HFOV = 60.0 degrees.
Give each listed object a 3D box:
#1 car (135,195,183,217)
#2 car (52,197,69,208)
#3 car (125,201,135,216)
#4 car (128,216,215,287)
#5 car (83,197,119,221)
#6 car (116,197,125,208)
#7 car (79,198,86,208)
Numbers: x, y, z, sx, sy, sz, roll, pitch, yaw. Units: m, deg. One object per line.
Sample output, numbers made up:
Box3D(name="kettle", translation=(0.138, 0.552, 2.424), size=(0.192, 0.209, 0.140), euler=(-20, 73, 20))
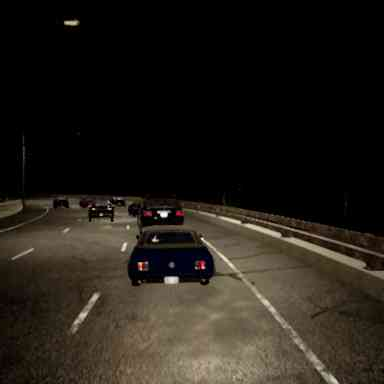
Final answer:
Box3D(name="car", translation=(-1.834, 1.177, 18.443), size=(2.150, 2.045, 5.566), euler=(0, 0, -11))
Box3D(name="car", translation=(-18.112, 1.392, 45.753), size=(2.128, 1.511, 4.902), euler=(0, 0, -26))
Box3D(name="car", translation=(-4.862, 1.490, 31.138), size=(1.994, 1.385, 4.181), euler=(0, 0, -16))
Box3D(name="car", translation=(-0.627, 1.578, 9.254), size=(1.895, 1.301, 4.718), euler=(0, 0, -5))
Box3D(name="car", translation=(-7.146, 1.432, 26.312), size=(2.128, 1.511, 4.902), euler=(0, 0, -15))
Box3D(name="car", translation=(-10.456, 1.384, 45.971), size=(2.128, 1.511, 4.902), euler=(0, 0, -24))
Box3D(name="car", translation=(-14.548, 1.460, 46.412), size=(1.994, 1.385, 4.181), euler=(0, 0, -26))
